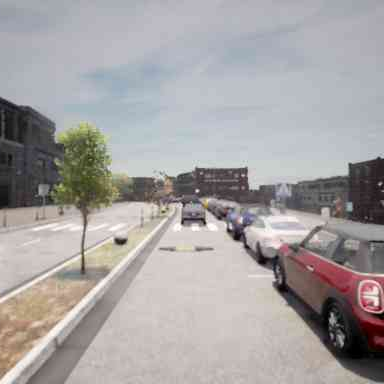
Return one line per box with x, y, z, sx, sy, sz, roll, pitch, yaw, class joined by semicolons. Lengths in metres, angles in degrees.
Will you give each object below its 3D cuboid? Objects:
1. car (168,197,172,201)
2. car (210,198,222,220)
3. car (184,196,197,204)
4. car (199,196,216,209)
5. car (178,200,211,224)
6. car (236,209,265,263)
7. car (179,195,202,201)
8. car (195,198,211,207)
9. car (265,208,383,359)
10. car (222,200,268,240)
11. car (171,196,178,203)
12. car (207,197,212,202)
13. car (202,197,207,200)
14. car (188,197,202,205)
-4.729;2.405;94.290;2.002;1.452;4.674;0;-2;-14;car
3.002;1.523;28.282;2.231;1.521;4.892;0;0;0;car
-0.301;1.756;72.552;2.185;1.767;4.553;0;-1;-9;car
2.304;1.551;50.406;2.185;1.767;4.553;0;0;-4;car
0.108;1.581;25.095;2.033;1.411;5.357;0;0;0;car
2.999;1.534;11.847;2.002;1.452;4.674;0;0;0;car
-0.228;1.356;42.896;2.150;2.045;5.566;0;0;-2;car
1.808;1.753;56.112;2.163;1.488;4.792;0;0;-5;car
2.998;1.360;6.171;2.185;1.767;4.553;0;0;0;car
3.000;1.377;17.341;2.185;1.767;4.553;0;0;0;car
-3.460;2.251;88.897;2.002;1.452;4.674;0;-1;-12;car
2.994;1.545;33.802;2.231;1.521;4.892;0;0;0;car
2.651;1.631;44.892;2.097;1.535;5.008;0;0;-2;car
0.539;1.816;66.978;2.231;1.521;4.892;0;0;-7;car
